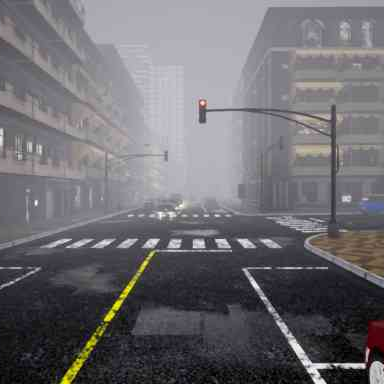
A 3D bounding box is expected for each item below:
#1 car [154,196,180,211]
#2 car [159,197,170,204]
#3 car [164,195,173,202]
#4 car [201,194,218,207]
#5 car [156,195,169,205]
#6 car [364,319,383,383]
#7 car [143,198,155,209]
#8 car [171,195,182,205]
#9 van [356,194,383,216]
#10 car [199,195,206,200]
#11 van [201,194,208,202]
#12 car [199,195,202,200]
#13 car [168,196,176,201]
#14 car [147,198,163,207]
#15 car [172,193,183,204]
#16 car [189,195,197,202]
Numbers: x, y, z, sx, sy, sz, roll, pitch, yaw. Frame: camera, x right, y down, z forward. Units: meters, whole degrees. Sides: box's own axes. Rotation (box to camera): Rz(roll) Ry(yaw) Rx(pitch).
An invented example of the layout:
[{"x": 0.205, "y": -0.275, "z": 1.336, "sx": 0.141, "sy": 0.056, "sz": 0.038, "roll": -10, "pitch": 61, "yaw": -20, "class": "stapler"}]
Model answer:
[{"x": -2.975, "y": 1.554, "z": 40.483, "sx": 2.033, "sy": 1.411, "sz": 5.357, "roll": 0, "pitch": 0, "yaw": 0, "class": "car"}, {"x": -5.491, "y": 1.609, "z": 67.411, "sx": 1.802, "sy": 1.307, "sz": 4.206, "roll": -1, "pitch": 0, "yaw": 0, "class": "car"}, {"x": -5.457, "y": 1.563, "z": 78.297, "sx": 1.752, "sy": 1.417, "sz": 4.829, "roll": -1, "pitch": 0, "yaw": 0, "class": "car"}, {"x": 2.836, "y": 1.454, "z": 50.796, "sx": 1.967, "sy": 1.590, "sz": 4.097, "roll": -1, "pitch": 0, "yaw": 0, "class": "car"}, {"x": -5.510, "y": 1.462, "z": 61.883, "sx": 1.967, "sy": 1.590, "sz": 4.097, "roll": -1, "pitch": 0, "yaw": 0, "class": "car"}, {"x": 2.685, "y": 1.544, "z": 1.797, "sx": 1.887, "sy": 1.381, "sz": 4.507, "roll": 0, "pitch": 0, "yaw": 0, "class": "car"}, {"x": -5.559, "y": 1.561, "z": 45.300, "sx": 2.008, "sy": 1.369, "sz": 4.403, "roll": 0, "pitch": 0, "yaw": 0, "class": "car"}, {"x": -2.942, "y": 1.578, "z": 50.367, "sx": 1.994, "sy": 1.385, "sz": 4.181, "roll": 0, "pitch": 0, "yaw": 0, "class": "car"}, {"x": 15.723, "y": 1.035, "z": 27.328, "sx": 3.998, "sy": 1.788, "sz": 1.690, "roll": -1, "pitch": 1, "yaw": -1, "class": "van"}, {"x": 2.975, "y": 1.602, "z": 95.019, "sx": 1.887, "sy": 1.381, "sz": 4.507, "roll": -1, "pitch": 0, "yaw": 0, "class": "car"}, {"x": 2.922, "y": 1.379, "z": 78.435, "sx": 1.690, "sy": 1.788, "sz": 3.998, "roll": -1, "pitch": 0, "yaw": 0, "class": "van"}, {"x": 2.890, "y": 1.578, "z": 67.379, "sx": 2.008, "sy": 1.369, "sz": 4.403, "roll": -1, "pitch": 0, "yaw": 0, "class": "car"}, {"x": -5.422, "y": 1.633, "z": 89.523, "sx": 1.802, "sy": 1.307, "sz": 4.206, "roll": -1, "pitch": 0, "yaw": 0, "class": "car"}, {"x": -5.543, "y": 1.580, "z": 50.827, "sx": 1.947, "sy": 1.339, "sz": 4.313, "roll": 0, "pitch": 0, "yaw": 0, "class": "car"}, {"x": -2.882, "y": 1.243, "z": 60.938, "sx": 2.150, "sy": 2.045, "sz": 5.566, "roll": 0, "pitch": 0, "yaw": 1, "class": "car"}, {"x": 0.245, "y": 1.517, "z": 79.730, "sx": 1.882, "sy": 1.535, "sz": 5.008, "roll": 0, "pitch": 0, "yaw": 0, "class": "car"}]
